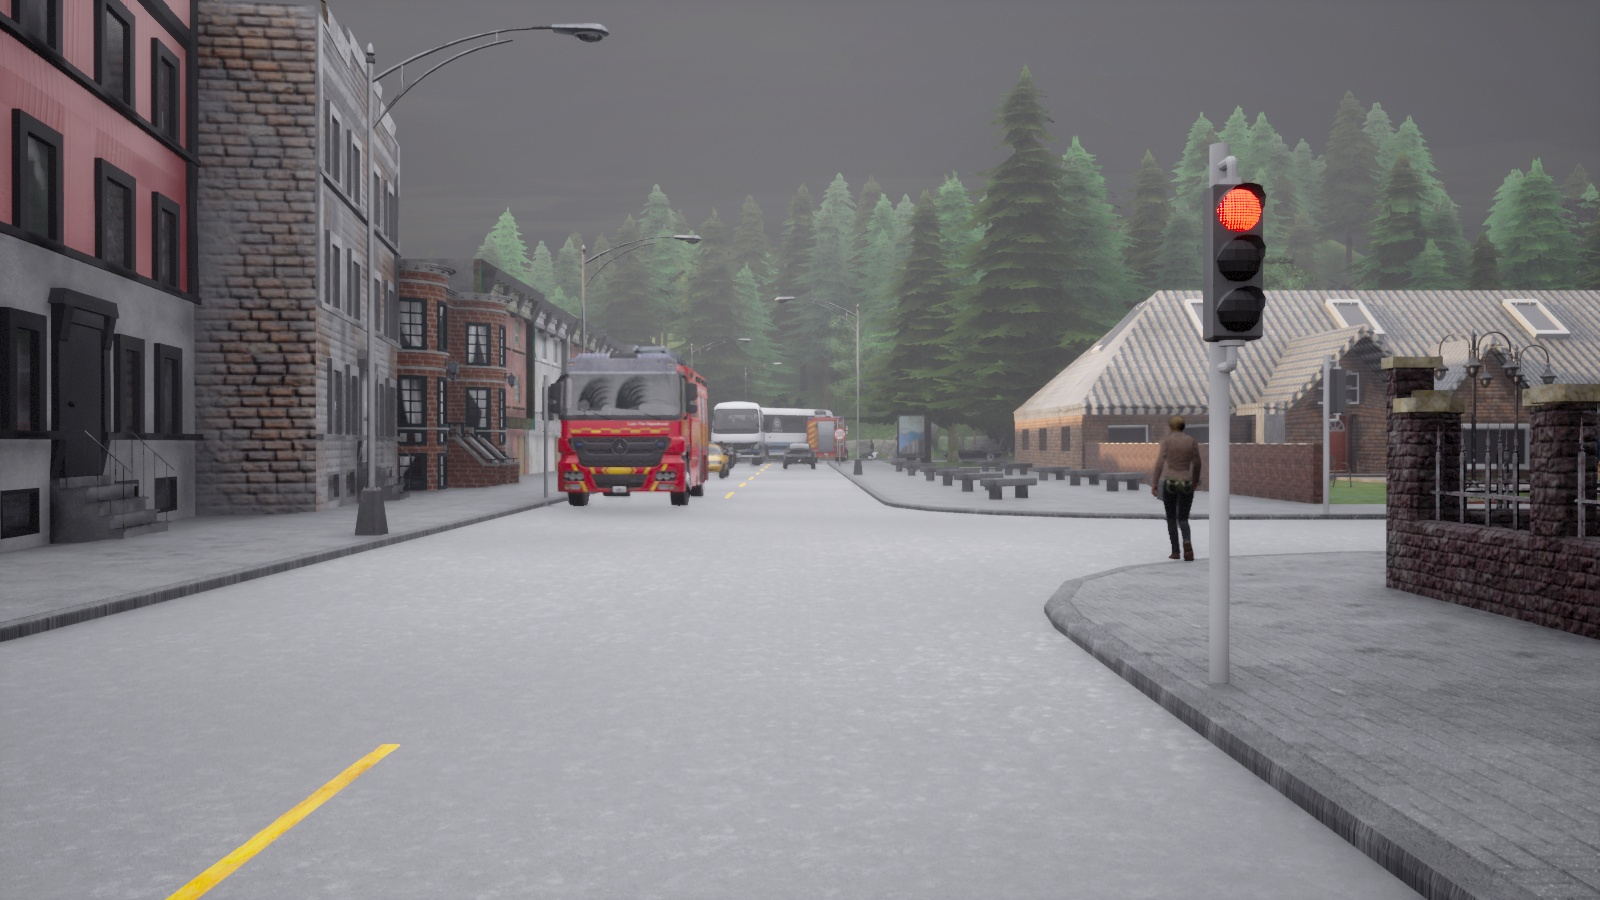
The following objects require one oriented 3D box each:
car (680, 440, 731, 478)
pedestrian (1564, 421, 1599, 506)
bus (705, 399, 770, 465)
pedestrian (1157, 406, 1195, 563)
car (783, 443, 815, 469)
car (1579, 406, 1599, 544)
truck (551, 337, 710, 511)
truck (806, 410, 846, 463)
[{"bbox_3d":[-4.053,0.377,54.421,1.801,1.575,5.366,0,0,0],"label":"car"},{"bbox_3d":[17.233,0.299,27.512,0.726,1.842,0.402,0,0,7],"label":"pedestrian"},{"bbox_3d":[-4.143,-1.118,85.930,3.944,4.253,10.273,0,0,0],"label":"bus"},{"bbox_3d":[4.535,0.408,15.157,0.331,1.846,0.634,0,0,7],"label":"pedestrian"},{"bbox_3d":[-0.038,0.335,73.713,1.837,1.490,4.892,0,0,0],"label":"car"},{"bbox_3d":[14.694,0.375,18.153,5.566,2.045,2.150,0,0,-1],"label":"car"},{"bbox_3d":[-4.031,-0.601,31.868,2.891,3.827,8.468,0,0,0],"label":"truck"},{"bbox_3d":[2.072,-0.985,96.073,2.891,3.827,8.468,0,0,2],"label":"truck"}]
